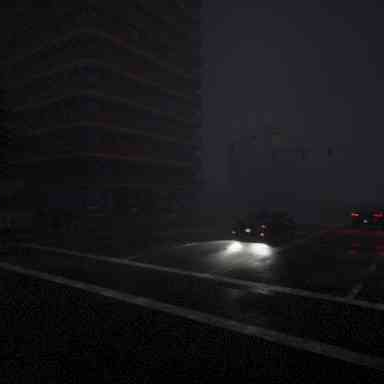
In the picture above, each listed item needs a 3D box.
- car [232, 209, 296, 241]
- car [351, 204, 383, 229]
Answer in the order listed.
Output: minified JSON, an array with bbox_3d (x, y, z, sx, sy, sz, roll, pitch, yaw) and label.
[{"bbox_3d":[3.680,1.562,16.723,1.994,1.385,4.181,0,0,36],"label":"car"},{"bbox_3d":[11.407,1.491,21.212,1.812,1.442,4.674,0,0,35],"label":"car"}]
